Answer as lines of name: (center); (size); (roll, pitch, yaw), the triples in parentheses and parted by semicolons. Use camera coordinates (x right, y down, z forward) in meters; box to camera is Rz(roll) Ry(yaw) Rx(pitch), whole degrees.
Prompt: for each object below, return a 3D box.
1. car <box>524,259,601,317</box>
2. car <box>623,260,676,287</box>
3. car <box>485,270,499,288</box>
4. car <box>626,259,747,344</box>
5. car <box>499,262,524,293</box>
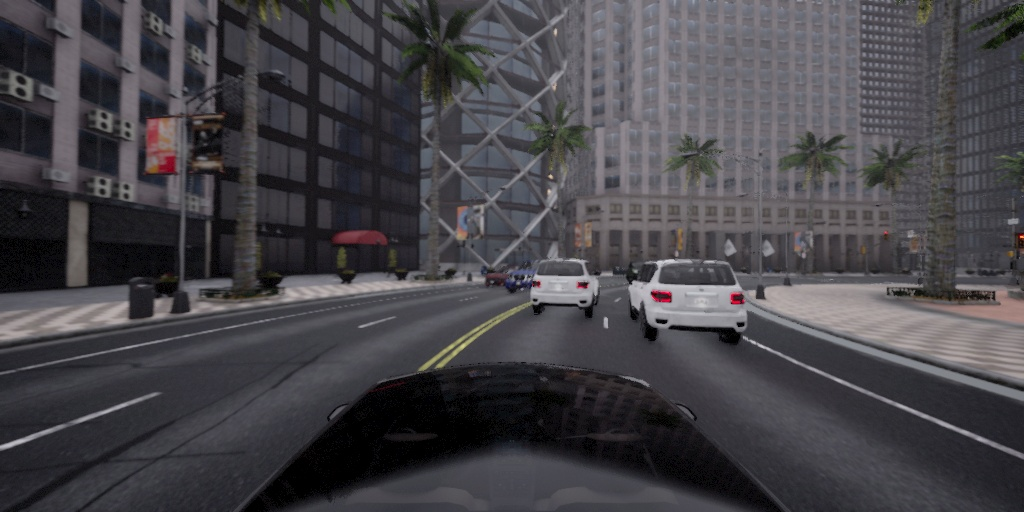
car: (2.294, 1.148, 14.477); (2.150, 2.045, 5.566); (0, -1, 16)
car: (11.797, 1.428, 30.548); (2.150, 2.045, 5.566); (0, -1, 45)
car: (-0.077, 1.531, 26.499); (1.882, 1.535, 5.008); (0, -1, 31)
car: (4.738, 1.121, 10.465); (2.150, 2.045, 5.566); (0, -1, 13)
car: (1.643, 1.242, 22.571); (2.150, 2.045, 5.566); (0, -1, 27)
